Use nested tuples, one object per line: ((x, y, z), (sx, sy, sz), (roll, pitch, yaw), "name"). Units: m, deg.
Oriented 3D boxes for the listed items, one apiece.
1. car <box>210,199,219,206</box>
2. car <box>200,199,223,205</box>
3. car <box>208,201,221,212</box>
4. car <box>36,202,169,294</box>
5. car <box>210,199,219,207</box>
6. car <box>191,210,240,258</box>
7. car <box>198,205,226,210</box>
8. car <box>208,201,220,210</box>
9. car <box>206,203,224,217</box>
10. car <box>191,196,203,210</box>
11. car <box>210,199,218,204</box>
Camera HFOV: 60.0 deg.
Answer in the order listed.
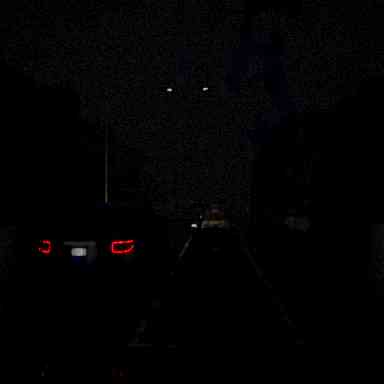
((4.665, 2.237, 69.513), (1.887, 1.381, 4.507), (0, -1, 4), "car")
((2.038, 1.676, 29.883), (1.967, 1.590, 4.097), (0, -1, 4), "car")
((3.175, 1.948, 47.036), (1.752, 1.417, 4.829), (0, -1, 4), "car")
((-1.992, 1.269, 9.064), (2.150, 2.045, 5.566), (0, -1, 4), "car")
((4.301, 2.150, 64.021), (1.752, 1.417, 4.829), (0, -1, 4), "car")
((0.913, 1.619, 12.896), (2.008, 1.369, 4.403), (0, -1, 4), "car")
((1.299, 1.649, 18.728), (1.752, 1.417, 4.829), (0, -1, 4), "car")
((3.539, 2.068, 52.528), (1.802, 1.307, 4.206), (0, -1, 4), "car")
((2.413, 1.878, 35.542), (1.802, 1.307, 4.206), (0, -1, 4), "car")
((0.983, 1.722, 52.499), (2.150, 2.045, 5.566), (0, -1, 4), "car")
((5.790, 2.464, 86.498), (2.008, 1.369, 4.403), (0, -1, 4), "car")
